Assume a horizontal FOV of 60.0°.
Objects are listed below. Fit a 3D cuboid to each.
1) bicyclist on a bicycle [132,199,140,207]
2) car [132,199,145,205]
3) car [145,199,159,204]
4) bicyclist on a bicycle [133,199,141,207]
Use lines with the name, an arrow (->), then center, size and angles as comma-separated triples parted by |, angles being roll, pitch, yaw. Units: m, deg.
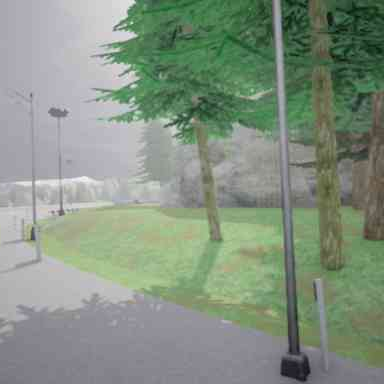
bicyclist on a bicycle -> -11.420, 2.225, 67.014 | 1.656, 1.620, 0.582 | -1, 0, 6
car -> -14.105, 2.860, 93.525 | 2.033, 1.411, 5.357 | -3, -1, 13
car -> -10.696, 2.651, 92.758 | 1.837, 1.490, 4.892 | -3, -1, 13
bicyclist on a bicycle -> -11.203, 2.230, 67.983 | 1.656, 1.620, 0.582 | -2, -3, 34
